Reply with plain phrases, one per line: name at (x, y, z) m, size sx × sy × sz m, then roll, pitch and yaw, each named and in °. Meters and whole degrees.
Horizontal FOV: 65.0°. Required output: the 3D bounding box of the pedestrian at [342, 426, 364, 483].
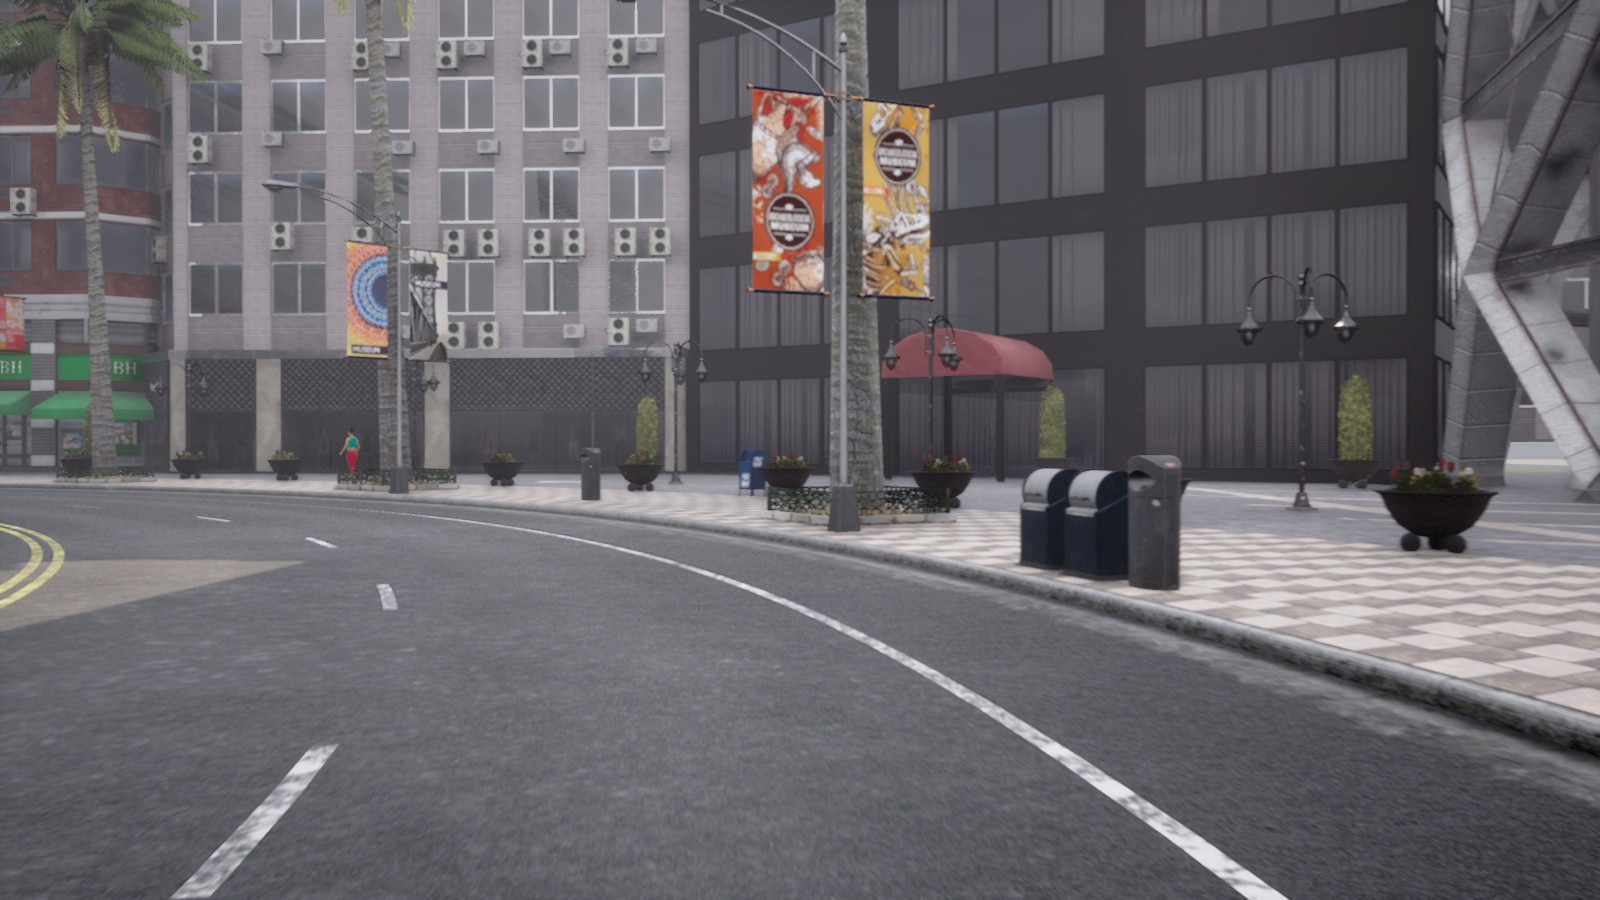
pedestrian at (-14.536, 0.150, 40.816) m, size 0.594 × 1.836 × 0.345 m, roll 0°, pitch 0°, yaw 28°
